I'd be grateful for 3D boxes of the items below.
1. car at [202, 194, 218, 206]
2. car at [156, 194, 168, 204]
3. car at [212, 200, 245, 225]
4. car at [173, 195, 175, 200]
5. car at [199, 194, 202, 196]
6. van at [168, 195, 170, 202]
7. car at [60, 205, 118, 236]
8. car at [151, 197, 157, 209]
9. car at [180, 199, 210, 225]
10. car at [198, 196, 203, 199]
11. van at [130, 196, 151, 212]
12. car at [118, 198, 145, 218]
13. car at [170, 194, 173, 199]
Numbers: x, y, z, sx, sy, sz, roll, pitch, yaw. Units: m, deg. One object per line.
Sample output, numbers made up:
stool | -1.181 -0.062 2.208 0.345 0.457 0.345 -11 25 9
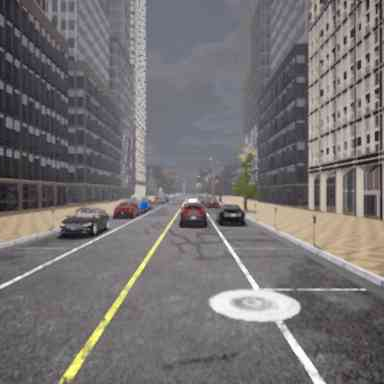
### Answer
car | 2.696 1.361 46.550 1.967 1.590 4.097 0 0 0
car | -5.685 1.337 57.948 1.967 1.590 4.097 0 0 0
car | 2.694 1.528 23.783 1.947 1.339 4.313 0 0 0
car | -5.685 1.347 91.932 1.752 1.417 4.829 0 0 0
car | 2.695 1.410 63.797 1.752 1.417 4.829 0 0 0
van | -5.684 1.226 63.641 1.690 1.788 3.998 0 0 0
car | -5.687 1.522 18.104 2.008 1.369 4.403 0 0 0
car | -5.686 1.514 40.873 1.802 1.307 4.206 0 0 0
car | 0.100 1.488 23.634 1.812 1.442 4.674 0 0 0
car | 0.101 1.531 41.672 1.895 1.301 4.718 0 0 0
van | -5.685 1.283 35.181 1.690 1.788 3.998 0 0 0
car | -5.686 1.497 29.488 1.887 1.381 4.507 0 0 0
car | -5.685 1.438 69.334 1.947 1.339 4.313 0 0 0
